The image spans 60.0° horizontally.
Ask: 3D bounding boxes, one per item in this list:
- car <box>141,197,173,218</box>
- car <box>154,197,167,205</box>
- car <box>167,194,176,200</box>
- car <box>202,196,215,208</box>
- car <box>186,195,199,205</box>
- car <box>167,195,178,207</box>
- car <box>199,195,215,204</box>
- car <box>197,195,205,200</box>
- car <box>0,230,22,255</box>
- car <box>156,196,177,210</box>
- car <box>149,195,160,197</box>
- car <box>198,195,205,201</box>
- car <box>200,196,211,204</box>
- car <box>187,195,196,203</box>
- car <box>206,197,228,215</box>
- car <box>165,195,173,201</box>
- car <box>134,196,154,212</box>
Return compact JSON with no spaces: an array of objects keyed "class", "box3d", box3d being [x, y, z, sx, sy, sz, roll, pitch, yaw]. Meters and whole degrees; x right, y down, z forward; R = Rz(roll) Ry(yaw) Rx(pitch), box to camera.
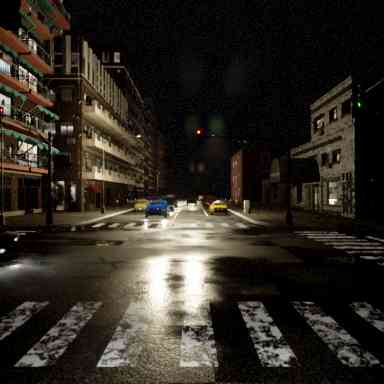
[{"class":"car","box3d":[-3.128,1.492,30.712,1.882,1.535,5.008,0,0,0]},{"class":"car","box3d":[-5.746,1.600,61.539,2.008,1.369,4.403,0,0,0]},{"class":"car","box3d":[-5.777,1.430,94.775,2.192,1.841,5.009,0,0,0]},{"class":"car","box3d":[2.651,1.609,44.930,1.802,1.307,4.206,0,0,0]},{"class":"car","box3d":[-0.056,1.595,60.238,2.033,1.411,5.357,0,0,0]},{"class":"car","box3d":[-3.122,1.538,50.059,1.837,1.490,4.892,0,0,0]},{"class":"car","box3d":[2.646,1.349,50.470,2.192,1.841,5.009,0,0,0]},{"class":"car","box3d":[2.603,1.666,94.783,2.008,1.369,4.403,0,0,0]},{"class":"car","box3d":[-8.661,1.518,11.517,5.357,1.411,2.033,0,0,16]},{"class":"car","box3d":[-3.119,1.548,39.990,1.812,1.442,4.674,0,0,0]},{"class":"car","box3d":[-5.734,1.349,50.461,2.192,1.841,5.009,0,0,0]},{"class":"car","box3d":[2.608,1.628,89.414,1.752,1.417,4.829,0,0,0]},{"class":"car","box3d":[2.630,1.609,67.087,2.008,1.369,4.403,0,0,0]},{"class":"car","box3d":[-0.066,1.432,70.658,1.882,1.535,5.008,0,0,0]},{"class":"car","box3d":[2.661,1.543,34.022,1.752,1.417,4.829,0,0,0]},{"class":"car","box3d":[-5.767,1.530,83.696,1.967,1.590,4.097,0,0,0]},{"class":"car","box3d":[-5.725,1.547,39.212,1.752,1.417,4.829,0,0,0]}]
